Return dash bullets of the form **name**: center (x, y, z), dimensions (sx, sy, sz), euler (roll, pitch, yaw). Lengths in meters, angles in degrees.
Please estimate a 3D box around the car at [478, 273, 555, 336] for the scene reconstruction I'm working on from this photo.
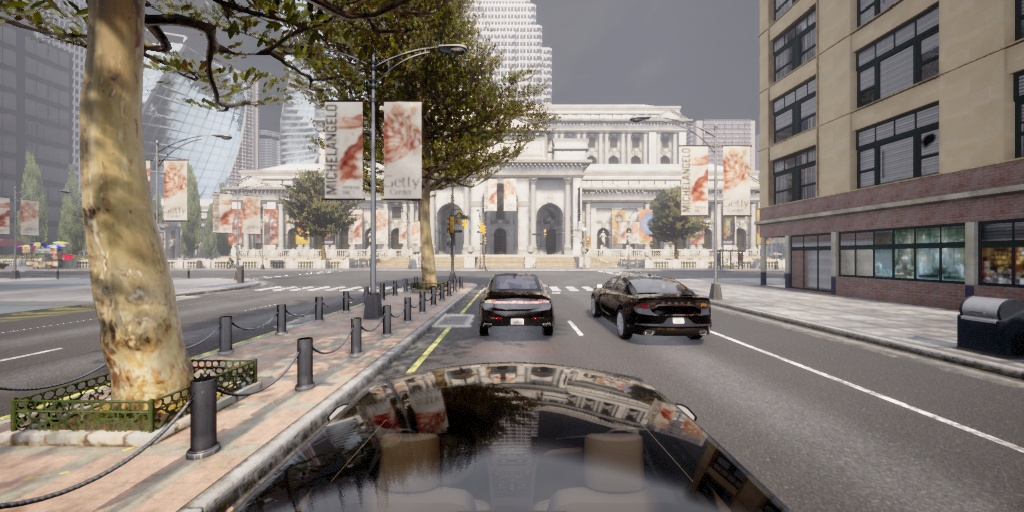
- **car**: center (0.080, 1.242, 10.376), dimensions (2.128, 1.511, 4.902), euler (0, 0, -1)

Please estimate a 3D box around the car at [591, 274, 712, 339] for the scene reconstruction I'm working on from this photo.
- **car**: center (3.565, 1.228, 10.109), dimensions (1.882, 1.535, 5.008), euler (0, 0, 0)
